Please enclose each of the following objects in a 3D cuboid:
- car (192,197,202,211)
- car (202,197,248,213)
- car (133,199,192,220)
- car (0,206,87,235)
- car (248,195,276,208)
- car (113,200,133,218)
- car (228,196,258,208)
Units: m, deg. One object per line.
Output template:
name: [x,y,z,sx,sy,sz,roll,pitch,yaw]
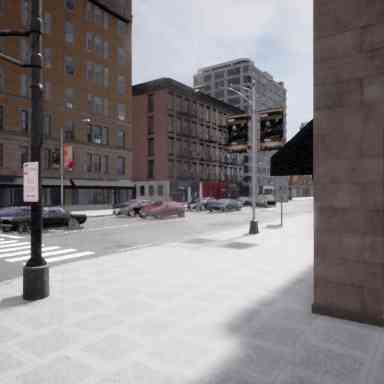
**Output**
car: [1.373,1.362,38.243,2.128,1.511,4.902,0,0,35]
car: [3.627,1.415,35.801,2.033,1.411,5.357,0,0,35]
car: [-2.346,1.437,27.322,1.812,1.442,4.674,0,0,35]
car: [-8.401,1.556,18.722,1.895,1.301,4.718,0,0,35]
car: [9.368,1.176,43.896,2.097,1.767,4.553,0,0,36]
car: [-4.819,1.409,29.455,2.128,1.511,4.902,0,0,35]
car: [7.213,1.374,46.474,2.033,1.411,5.357,0,0,36]
